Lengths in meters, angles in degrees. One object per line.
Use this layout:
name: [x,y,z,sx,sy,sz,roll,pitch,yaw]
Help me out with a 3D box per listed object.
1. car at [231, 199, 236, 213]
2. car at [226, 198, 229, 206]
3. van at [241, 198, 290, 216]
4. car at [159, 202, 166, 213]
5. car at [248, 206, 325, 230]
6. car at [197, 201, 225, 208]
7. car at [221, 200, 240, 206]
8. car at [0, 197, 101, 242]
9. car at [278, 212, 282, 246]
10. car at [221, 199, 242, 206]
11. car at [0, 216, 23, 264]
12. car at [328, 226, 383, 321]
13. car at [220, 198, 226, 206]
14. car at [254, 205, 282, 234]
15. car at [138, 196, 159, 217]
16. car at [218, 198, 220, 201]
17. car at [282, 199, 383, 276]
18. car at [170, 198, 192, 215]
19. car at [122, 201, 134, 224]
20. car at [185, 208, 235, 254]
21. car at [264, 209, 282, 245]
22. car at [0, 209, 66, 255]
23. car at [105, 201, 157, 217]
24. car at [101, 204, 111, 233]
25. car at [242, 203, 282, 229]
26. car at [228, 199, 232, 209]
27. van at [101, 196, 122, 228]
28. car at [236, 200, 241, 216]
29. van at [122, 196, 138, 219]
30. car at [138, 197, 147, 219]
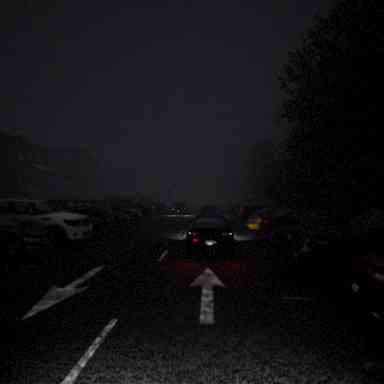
car: [6.977,1.840,36.315,4.674,1.452,2.002,0,-1,3]
car: [7.429,1.912,44.657,5.008,1.535,2.097,0,-1,3]
van: [6.638,1.490,27.975,4.442,1.987,1.878,0,-1,3]
car: [-5.784,1.812,42.619,4.892,1.521,2.231,0,-1,3]
car: [6.220,1.710,22.415,4.674,1.452,2.002,0,0,3]
car: [1.578,1.784,29.121,1.994,1.385,4.181,0,0,3]
car: [9.534,2.626,82.776,4.674,1.452,2.002,0,-1,3]
car: [-7.261,1.288,14.632,5.566,2.045,2.435,0,0,3]
car: [5.659,1.609,11.288,4.792,1.488,2.163,0,0,3]
car: [9.351,2.528,79.506,4.892,1.521,2.231,0,-1,3]
car: [-7.617,1.525,9.036,4.792,1.488,2.163,0,0,3]
car: [5.330,1.540,5.728,5.008,1.535,2.097,0,0,3]
car: [9.000,2.453,73.094,4.674,1.452,2.002,0,-1,3]
car: [5.920,1.625,16.852,5.008,1.535,2.097,0,0,3]
car: [-6.361,1.429,31.426,5.566,2.045,2.435,0,-1,3]
car: [9.182,2.469,76.238,5.008,1.535,2.097,0,-1,3]
car: [5.456,1.307,8.514,5.566,2.045,2.435,0,0,3]
car: [-1.368,1.800,37.961,1.837,1.490,4.892,0,-1,3]
car: [-6.849,1.609,23.029,4.892,1.521,2.231,0,0,3]
car: [0.762,1.621,13.914,1.812,1.442,4.674,0,0,3]
car: [5.748,1.632,14.072,4.792,1.488,2.163,0,0,3]
car: [-7.444,1.517,11.828,4.892,1.521,2.231,0,0,3]
car: [-6.232,1.708,34.226,4.892,1.521,2.231,0,-1,3]
car: [-7.147,1.562,17.431,5.008,1.535,2.097,0,0,3]
car: [5.889,1.644,19.644,5.366,1.575,1.946,0,0,3]
car: [7.133,1.833,39.098,5.008,1.535,2.097,0,-1,3]
van: [-6.875,1.360,20.226,4.442,1.987,1.878,0,0,3]
car: [6.641,1.616,30.758,4.553,1.767,2.185,0,-1,3]
van: [-6.808,1.405,25.837,4.442,1.987,1.878,0,0,3]
car: [-6.573,1.528,28.632,4.553,1.767,2.185,0,0,3]
